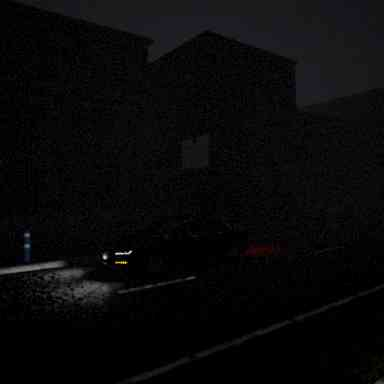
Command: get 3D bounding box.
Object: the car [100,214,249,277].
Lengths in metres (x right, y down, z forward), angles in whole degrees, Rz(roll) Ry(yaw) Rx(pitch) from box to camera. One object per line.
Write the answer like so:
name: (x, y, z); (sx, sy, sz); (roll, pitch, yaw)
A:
car: (-0.369, 1.473, 10.314); (4.892, 1.490, 1.837); (-1, 0, -36)
